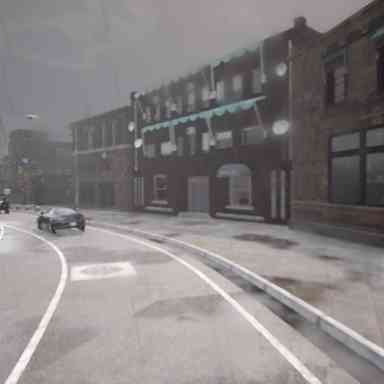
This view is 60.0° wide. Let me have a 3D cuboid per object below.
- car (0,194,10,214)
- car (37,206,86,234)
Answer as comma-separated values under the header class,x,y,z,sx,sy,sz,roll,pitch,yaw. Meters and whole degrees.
class,x,y,z,sx,sy,sz,roll,pitch,yaw
car,-21.301,1.284,35.757,2.150,2.045,5.566,-2,1,-42
car,-7.695,1.548,19.493,1.812,1.442,4.674,-1,1,-37
